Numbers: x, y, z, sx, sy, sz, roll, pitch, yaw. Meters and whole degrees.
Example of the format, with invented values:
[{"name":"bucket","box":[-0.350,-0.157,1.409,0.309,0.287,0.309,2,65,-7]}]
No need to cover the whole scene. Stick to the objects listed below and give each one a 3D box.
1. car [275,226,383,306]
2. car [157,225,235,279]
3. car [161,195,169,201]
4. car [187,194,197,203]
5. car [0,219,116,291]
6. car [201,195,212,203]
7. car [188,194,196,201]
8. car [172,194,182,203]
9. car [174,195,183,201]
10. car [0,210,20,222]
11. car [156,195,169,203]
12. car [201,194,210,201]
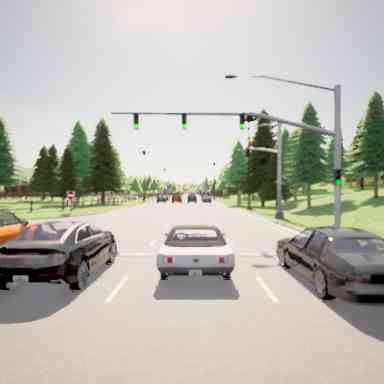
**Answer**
[{"name":"car","box":[3.590,1.578,8.328,2.033,1.411,5.357,0,0,0]},{"name":"car","box":[0.093,1.636,10.078,1.895,1.301,4.718,0,0,0]},{"name":"car","box":[-7.003,1.637,86.935,1.837,1.490,4.892,0,0,0]},{"name":"car","box":[-0.003,1.485,76.546,2.150,2.045,5.566,0,0,0]},{"name":"car","box":[-3.408,1.524,9.062,2.128,1.511,4.902,0,0,0]},{"name":"car","box":[3.497,1.785,76.515,2.128,1.511,4.902,0,0,0]},{"name":"car","box":[-0.003,1.492,86.906,2.097,1.767,4.553,0,0,0]},{"name":"car","box":[-3.503,1.485,76.546,2.150,2.045,5.566,0,0,0]},{"name":"car","box":[-3.503,1.662,86.935,2.128,1.511,4.902,0,0,0]},{"name":"car","box":[-6.906,1.391,11.407,2.097,1.767,4.553,0,0,0]},{"name":"car","box":[-7.003,1.617,76.902,2.097,1.767,4.553,0,0,0]},{"name":"car","box":[3.497,1.492,86.906,2.097,1.767,4.553,0,0,0]}]
